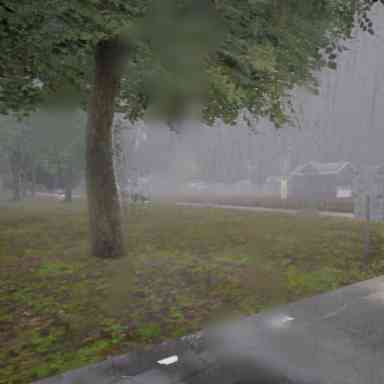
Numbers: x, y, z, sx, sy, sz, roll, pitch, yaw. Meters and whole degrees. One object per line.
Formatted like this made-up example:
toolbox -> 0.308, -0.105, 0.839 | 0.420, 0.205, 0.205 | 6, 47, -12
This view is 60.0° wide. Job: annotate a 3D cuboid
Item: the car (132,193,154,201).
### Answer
car -> -8.719, 0.895, 58.255 | 2.033, 1.411, 5.357 | 2, -1, -36
